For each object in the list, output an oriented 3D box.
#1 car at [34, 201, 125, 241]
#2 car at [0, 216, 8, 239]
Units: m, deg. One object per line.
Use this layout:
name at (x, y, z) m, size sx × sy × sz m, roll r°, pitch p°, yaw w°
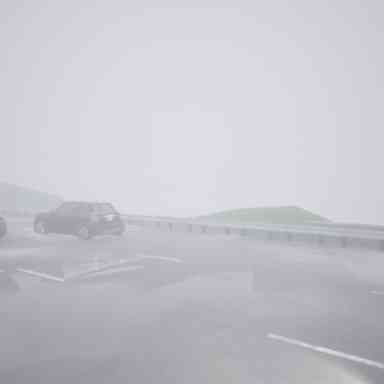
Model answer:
car at (-5.416, 1.189, 15.797) m, size 4.553 × 1.767 × 2.097 m, roll 1°, pitch 1°, yaw 32°
car at (-9.912, 1.331, 14.421) m, size 4.674 × 1.442 × 1.812 m, roll 1°, pitch 0°, yaw 31°
